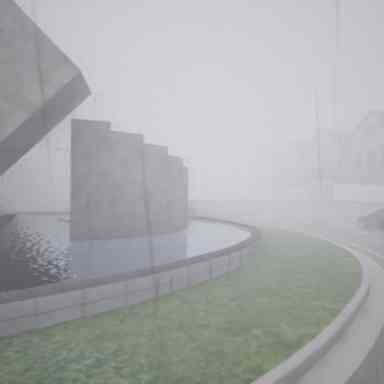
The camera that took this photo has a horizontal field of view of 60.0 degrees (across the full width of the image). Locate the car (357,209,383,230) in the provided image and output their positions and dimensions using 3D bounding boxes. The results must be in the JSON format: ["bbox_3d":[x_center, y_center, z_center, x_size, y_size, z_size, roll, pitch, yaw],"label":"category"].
[{"bbox_3d":[12.352,1.792,20.669,1.837,1.490,4.892,1,-1,-8],"label":"car"}]

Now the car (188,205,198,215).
[{"bbox_3d":[-1.404,1.952,37.973,4.181,1.385,1.994,0,-1,35],"label":"car"}]
